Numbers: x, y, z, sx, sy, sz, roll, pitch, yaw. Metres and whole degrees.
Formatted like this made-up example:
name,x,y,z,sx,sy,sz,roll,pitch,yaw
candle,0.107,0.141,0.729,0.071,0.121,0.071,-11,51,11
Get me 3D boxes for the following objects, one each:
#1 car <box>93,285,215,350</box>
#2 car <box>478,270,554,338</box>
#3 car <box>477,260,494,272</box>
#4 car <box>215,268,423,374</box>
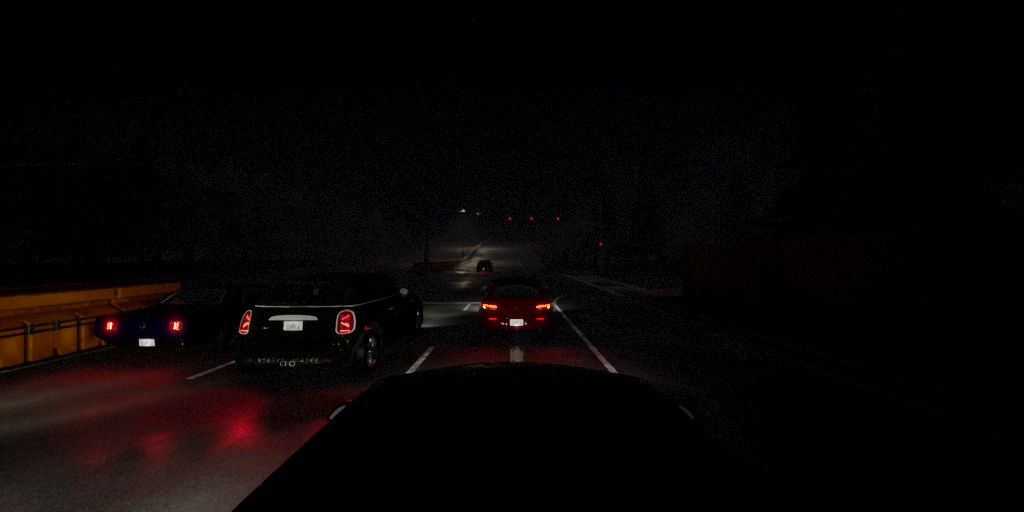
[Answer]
name,x,y,z,sx,sy,sz,roll,pitch,yaw
car,-6.900,1.351,9.004,1.895,1.301,4.718,0,0,0
car,0.099,1.276,10.079,1.812,1.442,4.674,0,0,0
car,-3.403,1.255,45.462,1.837,1.490,4.892,0,0,0
car,-3.399,1.102,7.690,2.097,1.767,4.553,0,0,0
